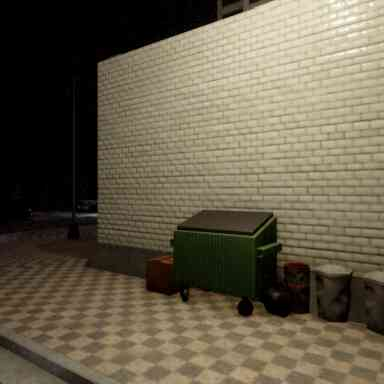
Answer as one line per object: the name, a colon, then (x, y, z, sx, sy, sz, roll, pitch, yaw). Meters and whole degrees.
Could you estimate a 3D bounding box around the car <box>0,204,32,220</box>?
car: (-15.073, 1.619, 26.450, 1.994, 1.385, 4.181, 0, 0, 33)

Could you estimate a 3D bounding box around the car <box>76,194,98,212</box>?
car: (-10.689, 1.273, 38.630, 2.150, 2.045, 5.566, 0, 0, 37)

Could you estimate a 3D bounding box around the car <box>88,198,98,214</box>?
car: (-8.535, 1.618, 35.629, 1.994, 1.385, 4.181, 0, 0, 36)
